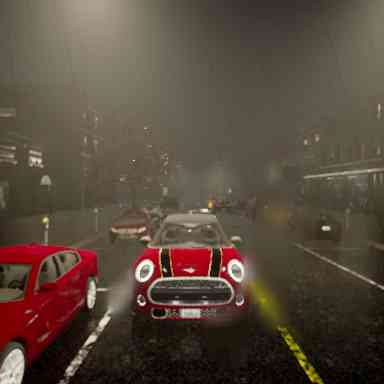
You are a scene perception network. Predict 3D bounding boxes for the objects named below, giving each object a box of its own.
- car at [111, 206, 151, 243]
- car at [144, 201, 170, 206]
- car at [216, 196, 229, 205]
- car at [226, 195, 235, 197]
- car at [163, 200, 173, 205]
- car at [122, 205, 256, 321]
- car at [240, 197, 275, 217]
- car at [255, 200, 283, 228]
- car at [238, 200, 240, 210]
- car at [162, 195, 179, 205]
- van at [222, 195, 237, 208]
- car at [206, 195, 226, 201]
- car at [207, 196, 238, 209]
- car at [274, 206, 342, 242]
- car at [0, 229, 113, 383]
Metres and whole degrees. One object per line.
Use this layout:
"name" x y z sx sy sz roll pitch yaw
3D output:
"car" -2.744 1.572 16.018 1.802 1.307 4.206 -1 0 0
"car" -2.760 1.537 21.566 2.008 1.369 4.403 -1 0 0
"car" 5.512 1.485 60.600 1.752 1.417 4.829 -1 0 0
"car" 5.559 1.497 43.955 1.752 1.417 4.829 -1 0 0
"car" -2.775 1.565 27.115 1.802 1.307 4.206 -1 0 0
"car" -0.028 1.347 7.558 2.097 1.767 4.553 0 0 0
"car" 5.603 1.298 27.140 2.192 1.841 5.009 -1 0 0
"car" 5.621 1.512 21.761 1.752 1.417 4.829 -1 0 0
"car" 5.575 1.558 38.237 1.802 1.307 4.206 -1 0 0
"car" -2.824 1.287 43.759 2.192 1.841 5.009 -1 0 0
"van" 5.541 1.309 49.333 1.690 1.788 3.998 -1 0 0
"car" 2.941 1.449 43.989 1.882 1.535 5.008 0 0 0
"car" 2.987 1.470 33.759 2.128 1.511 4.902 0 0 0
"car" 5.636 1.556 16.043 1.947 1.339 4.313 -1 0 0
"car" -2.714 1.542 4.921 1.887 1.381 4.507 -1 0 0
